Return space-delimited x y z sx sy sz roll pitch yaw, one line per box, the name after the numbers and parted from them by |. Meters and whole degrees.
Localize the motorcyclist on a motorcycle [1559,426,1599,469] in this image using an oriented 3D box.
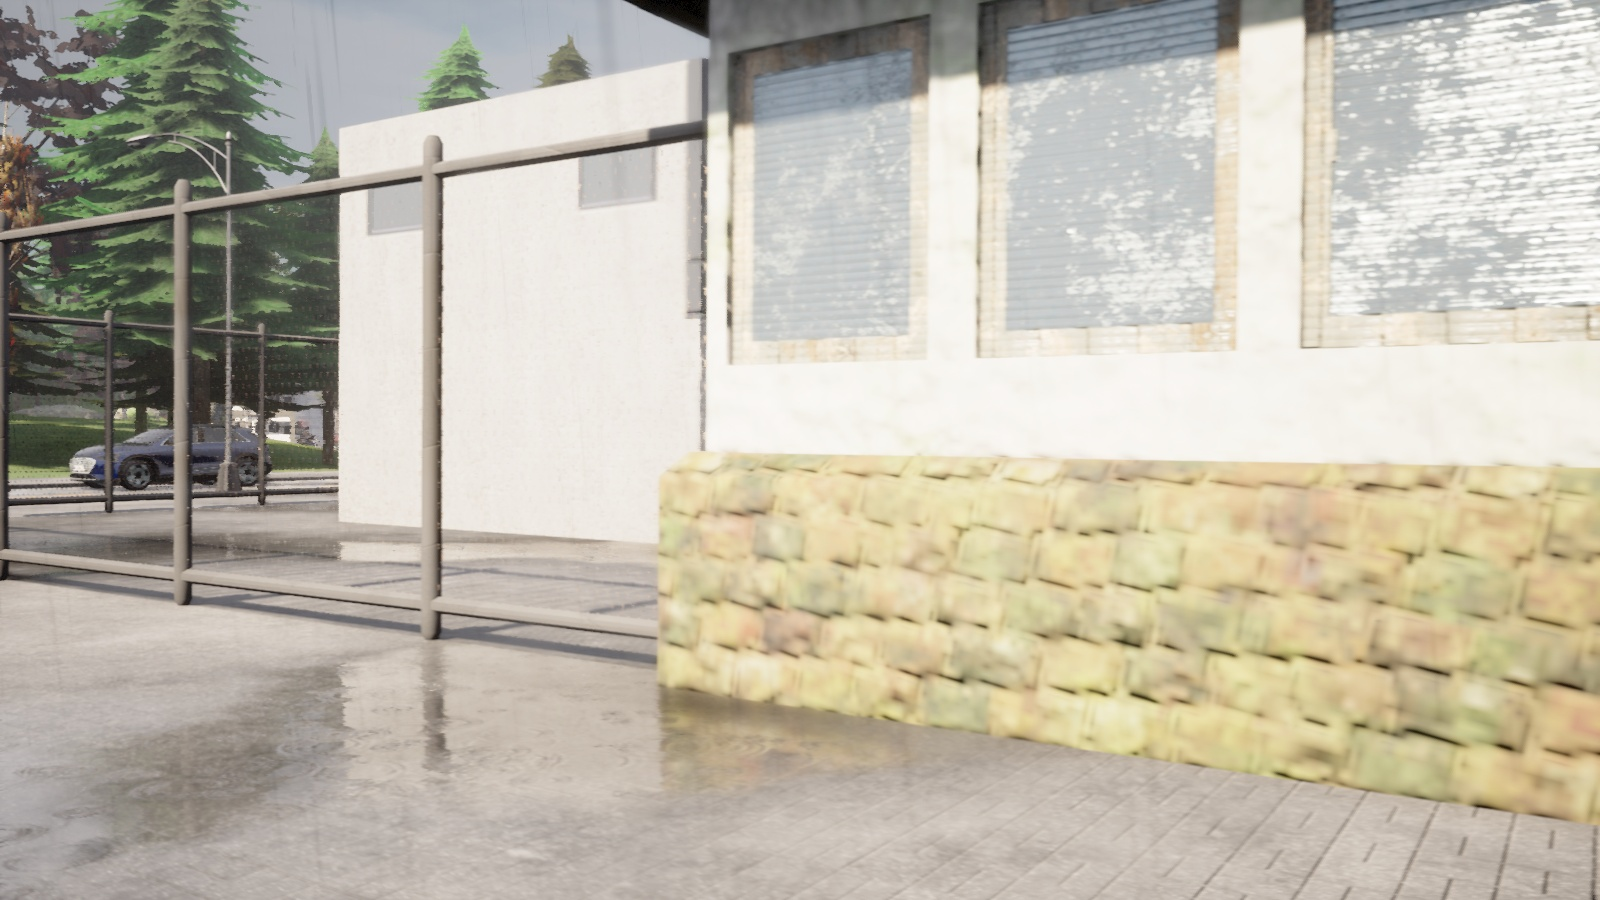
28.413 -0.103 44.847 2.191 1.530 0.866 0 1 33 | motorcyclist on a motorcycle

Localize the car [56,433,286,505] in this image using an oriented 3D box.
-15.844 0.426 31.924 2.033 1.649 4.856 0 1 32 | car
